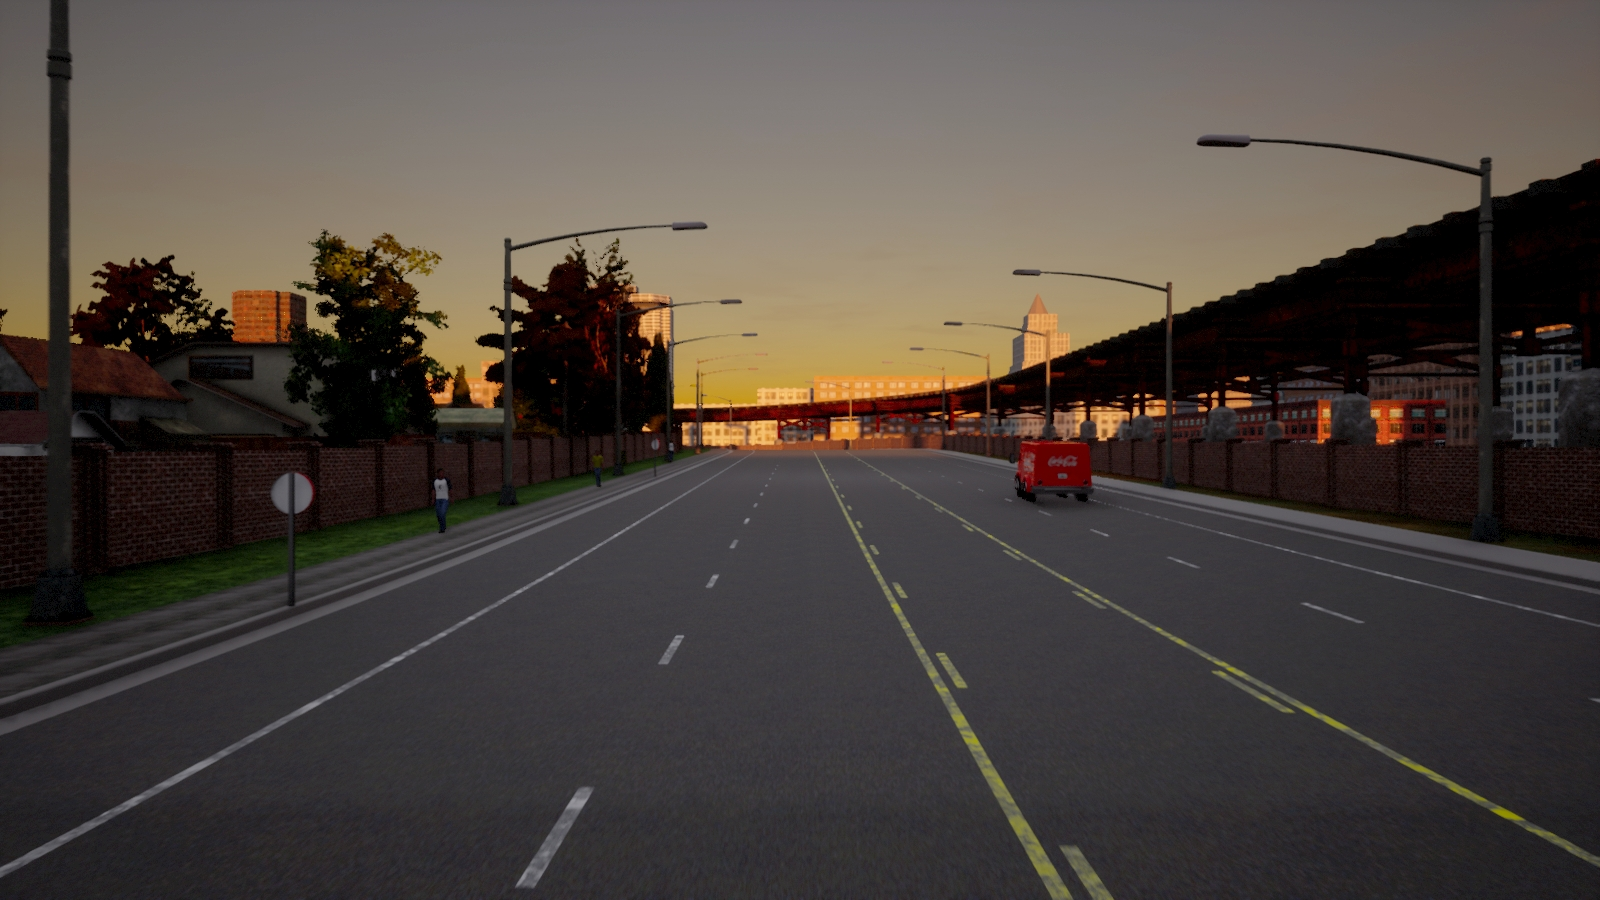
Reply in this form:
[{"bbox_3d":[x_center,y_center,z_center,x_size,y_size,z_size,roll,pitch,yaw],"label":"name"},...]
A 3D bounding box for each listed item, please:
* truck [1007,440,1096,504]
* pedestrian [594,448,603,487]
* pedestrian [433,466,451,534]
[{"bbox_3d":[10.507,0.867,48.210,2.627,2.467,5.204,0,1,0],"label":"truck"},{"bbox_3d":[-9.626,0.852,54.531,0.375,1.860,0.375,0,0,-1],"label":"pedestrian"},{"bbox_3d":[-9.869,1.365,31.506,0.375,1.860,0.375,0,0,-2],"label":"pedestrian"}]
